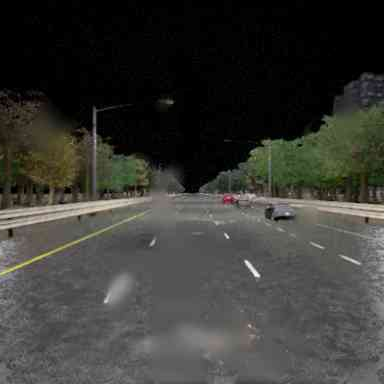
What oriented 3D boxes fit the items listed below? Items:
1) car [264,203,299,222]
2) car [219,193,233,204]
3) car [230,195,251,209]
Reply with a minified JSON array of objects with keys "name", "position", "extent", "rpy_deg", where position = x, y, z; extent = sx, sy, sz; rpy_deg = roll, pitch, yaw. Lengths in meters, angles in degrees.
[{"name":"car","position":[7.045,1.590,26.551],"extent":[1.994,1.385,4.181],"rpy_deg":[0,0,0]},{"name":"car","position":[7.228,1.291,67.366],"extent":[2.150,2.045,5.566],"rpy_deg":[0,0,0]},{"name":"car","position":[7.128,1.537,47.345],"extent":[2.128,1.511,4.902],"rpy_deg":[0,0,0]}]
